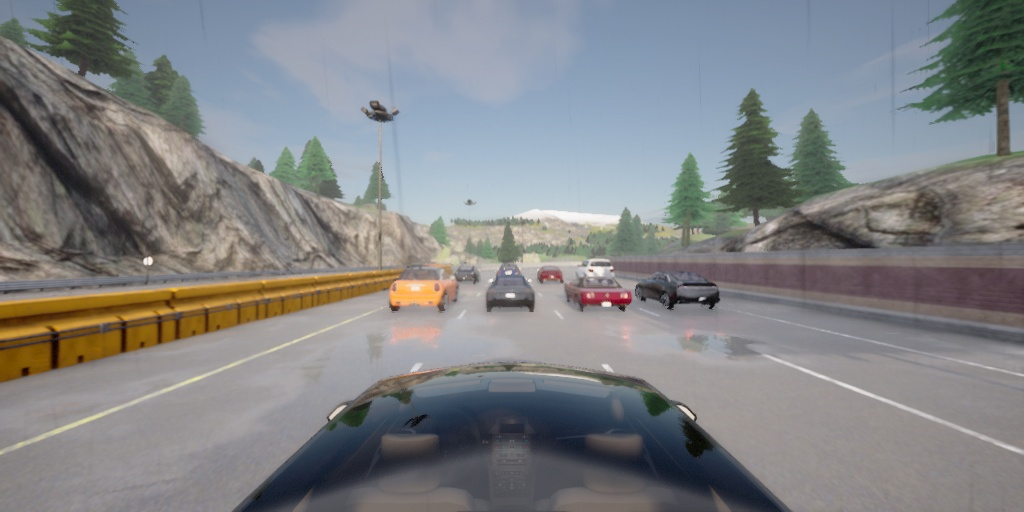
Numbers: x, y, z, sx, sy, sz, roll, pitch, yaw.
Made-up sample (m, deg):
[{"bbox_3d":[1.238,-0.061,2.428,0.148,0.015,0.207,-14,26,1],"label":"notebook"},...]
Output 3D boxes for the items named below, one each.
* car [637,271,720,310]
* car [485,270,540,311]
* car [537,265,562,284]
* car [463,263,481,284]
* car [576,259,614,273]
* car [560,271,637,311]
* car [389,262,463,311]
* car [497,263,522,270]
[{"bbox_3d":[6.930,1.393,15.536,2.128,1.511,4.902,0,0,0],"label":"car"},{"bbox_3d":[-0.067,1.462,15.357,1.994,1.385,4.181,0,-1,0],"label":"car"},{"bbox_3d":[3.267,1.547,31.220,1.882,1.535,5.008,0,0,0],"label":"car"},{"bbox_3d":[-3.741,1.553,30.404,2.128,1.511,4.902,0,0,0],"label":"car"},{"bbox_3d":[6.752,1.277,29.598,2.150,2.045,5.566,0,0,0],"label":"car"},{"bbox_3d":[3.430,1.498,15.240,1.895,1.301,4.718,0,-1,0],"label":"car"},{"bbox_3d":[-3.568,1.248,15.326,2.097,1.767,4.553,0,-1,0],"label":"car"},{"bbox_3d":[-0.240,1.411,30.367,2.097,1.767,4.553,0,-1,0],"label":"car"}]
